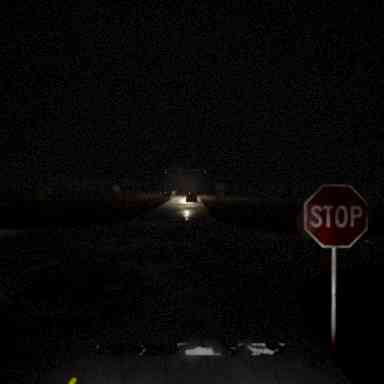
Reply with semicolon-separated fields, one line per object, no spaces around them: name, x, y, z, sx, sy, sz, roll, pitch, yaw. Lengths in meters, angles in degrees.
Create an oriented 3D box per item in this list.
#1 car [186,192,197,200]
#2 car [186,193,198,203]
car;-0.067;0.888;70.382;2.128;1.511;4.902;0;1;0
car;-0.058;0.986;60.318;2.097;1.767;4.553;0;1;0
